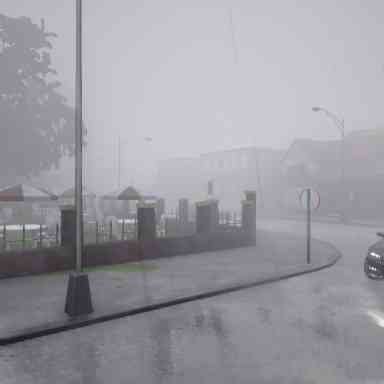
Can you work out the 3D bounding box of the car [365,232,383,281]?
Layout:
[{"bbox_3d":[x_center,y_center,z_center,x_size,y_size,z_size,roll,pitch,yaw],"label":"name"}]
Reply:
[{"bbox_3d":[6.322,1.491,8.902,4.902,1.511,2.128,0,1,-44],"label":"car"}]

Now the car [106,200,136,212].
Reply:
[{"bbox_3d":[-8.799,1.506,39.859,1.837,1.490,4.892,0,0,-35],"label":"car"}]

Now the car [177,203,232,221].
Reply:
[{"bbox_3d":[0.791,1.548,26.424,2.033,1.411,5.357,0,0,-36],"label":"car"}]

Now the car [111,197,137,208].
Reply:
[{"bbox_3d":[-10.009,1.478,48.739,1.882,1.535,5.008,0,0,-35],"label":"car"}]
